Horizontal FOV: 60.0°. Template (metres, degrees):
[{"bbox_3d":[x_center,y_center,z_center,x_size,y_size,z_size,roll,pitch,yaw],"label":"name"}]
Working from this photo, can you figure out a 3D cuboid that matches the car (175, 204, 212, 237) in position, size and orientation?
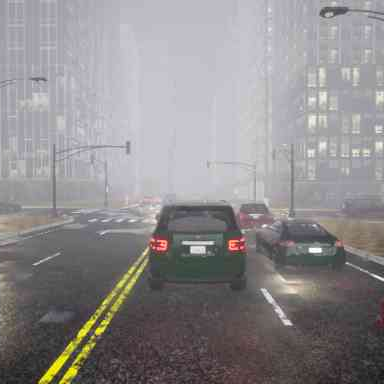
[{"bbox_3d":[0.135,1.516,18.852,1.812,1.442,4.674,0,0,2],"label":"car"}]

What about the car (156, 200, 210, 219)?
[{"bbox_3d":[-0.766,1.585,31.650,2.033,1.411,5.357,1,1,41],"label":"car"}]

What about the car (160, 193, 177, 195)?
[{"bbox_3d":[-3.257,1.185,51.726,2.150,2.045,5.566,0,0,-1],"label":"car"}]

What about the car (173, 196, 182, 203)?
[{"bbox_3d":[-3.105,1.535,71.590,1.895,1.301,4.718,0,0,0],"label":"car"}]

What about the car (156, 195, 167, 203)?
[{"bbox_3d":[-6.359,1.420,69.187,1.882,1.535,5.008,0,0,0],"label":"car"}]

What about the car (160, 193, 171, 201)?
[{"bbox_3d":[-6.337,1.153,79.757,2.150,2.045,5.566,0,0,0],"label":"car"}]

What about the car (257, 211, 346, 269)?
[{"bbox_3d":[3.373,1.559,11.097,1.994,1.385,4.181,0,0,0],"label":"car"}]

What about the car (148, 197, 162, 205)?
[{"bbox_3d":[-6.452,1.556,58.933,1.895,1.301,4.718,0,0,0],"label":"car"}]

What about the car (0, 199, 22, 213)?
[{"bbox_3d":[-19.572,1.405,33.638,4.181,1.385,1.994,1,1,1],"label":"car"}]

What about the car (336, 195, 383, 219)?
[{"bbox_3d":[16.263,1.519,30.386,5.009,1.841,2.192,1,0,1],"label":"car"}]

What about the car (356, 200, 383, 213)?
[{"bbox_3d":[21.888,1.642,38.661,4.829,1.417,1.752,1,0,1],"label":"car"}]

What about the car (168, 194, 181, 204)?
[{"bbox_3d":[-3.188,1.304,61.537,2.097,1.767,4.553,0,0,0],"label":"car"}]

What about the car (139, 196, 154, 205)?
[{"bbox_3d":[-6.521,1.318,49.943,2.097,1.767,4.553,0,0,1],"label":"car"}]

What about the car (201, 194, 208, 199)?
[{"bbox_3d":[3.438,1.219,91.619,1.882,1.535,5.008,0,0,0],"label":"car"}]

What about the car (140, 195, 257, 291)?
[{"bbox_3d":[0.120,1.218,9.170,2.150,2.045,5.566,0,0,0],"label":"car"}]

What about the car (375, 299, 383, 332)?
[{"bbox_3d":[3.355,1.600,2.272,1.895,1.301,4.718,0,0,0],"label":"car"}]

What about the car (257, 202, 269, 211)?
[{"bbox_3d":[3.390,1.342,19.711,2.097,1.767,4.553,0,0,0],"label":"car"}]
